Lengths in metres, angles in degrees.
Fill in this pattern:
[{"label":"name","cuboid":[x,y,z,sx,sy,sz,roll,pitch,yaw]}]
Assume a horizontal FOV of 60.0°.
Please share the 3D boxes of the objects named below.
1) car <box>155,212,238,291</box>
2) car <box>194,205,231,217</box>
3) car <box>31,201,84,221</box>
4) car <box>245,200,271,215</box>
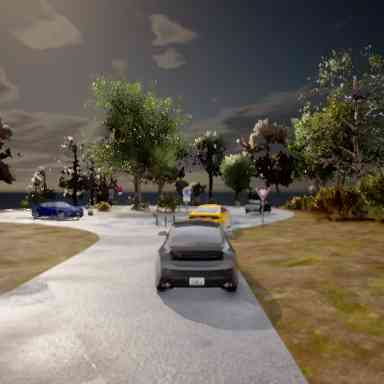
[{"label":"car","cuboid":[0.117,1.519,9.047,1.837,1.490,4.892,0,0,0]},{"label":"car","cuboid":[1.164,1.505,19.652,1.882,1.535,5.008,0,0,14]},{"label":"car","cuboid":[-11.355,1.517,28.010,5.008,1.535,1.882,0,0,29]},{"label":"car","cuboid":[7.019,1.541,35.093,2.128,1.511,4.902,0,0,26]}]
